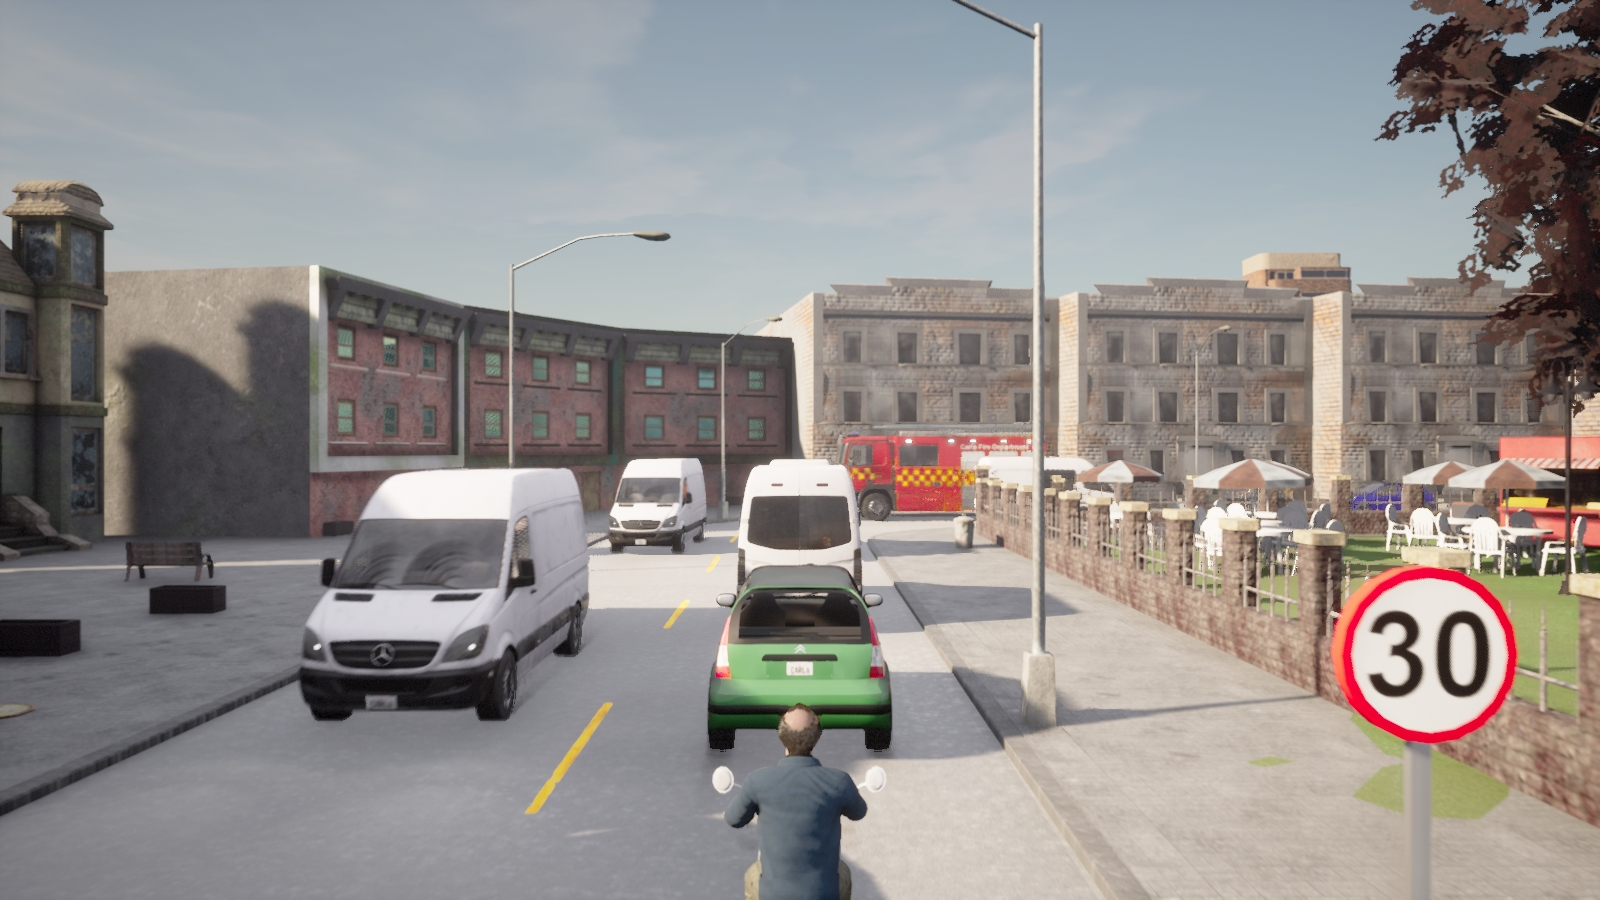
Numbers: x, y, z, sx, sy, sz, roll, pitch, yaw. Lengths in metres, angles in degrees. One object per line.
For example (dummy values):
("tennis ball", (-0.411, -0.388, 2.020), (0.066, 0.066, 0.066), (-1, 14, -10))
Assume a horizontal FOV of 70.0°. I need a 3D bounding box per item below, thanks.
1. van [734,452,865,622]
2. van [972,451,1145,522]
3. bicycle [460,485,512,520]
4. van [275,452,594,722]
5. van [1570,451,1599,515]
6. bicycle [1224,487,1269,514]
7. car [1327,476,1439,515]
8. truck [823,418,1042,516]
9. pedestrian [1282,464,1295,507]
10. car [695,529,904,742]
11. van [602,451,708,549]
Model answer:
("van", (-0.009, 1.315, 20.241), (1.988, 2.561, 5.915), (0, 0, 0))
("van", (9.546, 1.315, 42.423), (5.915, 2.561, 1.988), (0, 0, -5))
("bicycle", (-11.630, 1.941, 42.315), (1.835, 1.271, 0.329), (0, 0, 0))
("van", (-4.015, 1.315, 13.852), (1.988, 2.561, 5.915), (0, 0, 0))
("van", (34.828, 1.315, 46.300), (5.915, 2.561, 1.988), (0, 0, 0))
("bicycle", (18.070, 2.037, 46.289), (1.487, 1.080, 0.859), (0, 0, 0))
("car", (23.569, 1.819, 46.278), (3.633, 1.501, 1.845), (0, 0, 0))
("truck", (5.261, 0.672, 46.382), (8.468, 3.827, 2.891), (0, 0, -2))
("pedestrian", (20.934, 1.524, 48.973), (0.375, 1.860, 0.375), (0, 0, -1))
("car", (-0.006, 1.780, 12.131), (1.851, 1.617, 3.988), (0, 0, 0))
("van", (-4.028, 1.315, 32.882), (1.988, 2.561, 5.915), (0, 0, 3))
